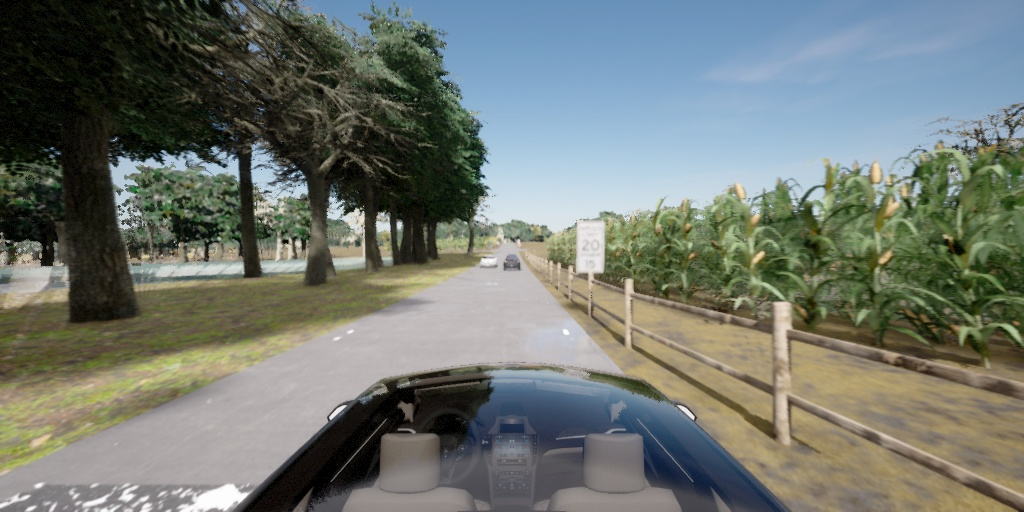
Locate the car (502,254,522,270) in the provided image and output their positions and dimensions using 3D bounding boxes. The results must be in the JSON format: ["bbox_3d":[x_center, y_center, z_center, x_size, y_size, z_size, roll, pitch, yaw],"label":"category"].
[{"bbox_3d":[0.000,0.710,38.370,2.128,1.511,4.902,0,1,0],"label":"car"}]

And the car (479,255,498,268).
[{"bbox_3d":[-2.750,0.622,43.209,1.812,1.442,4.674,0,2,0],"label":"car"}]
